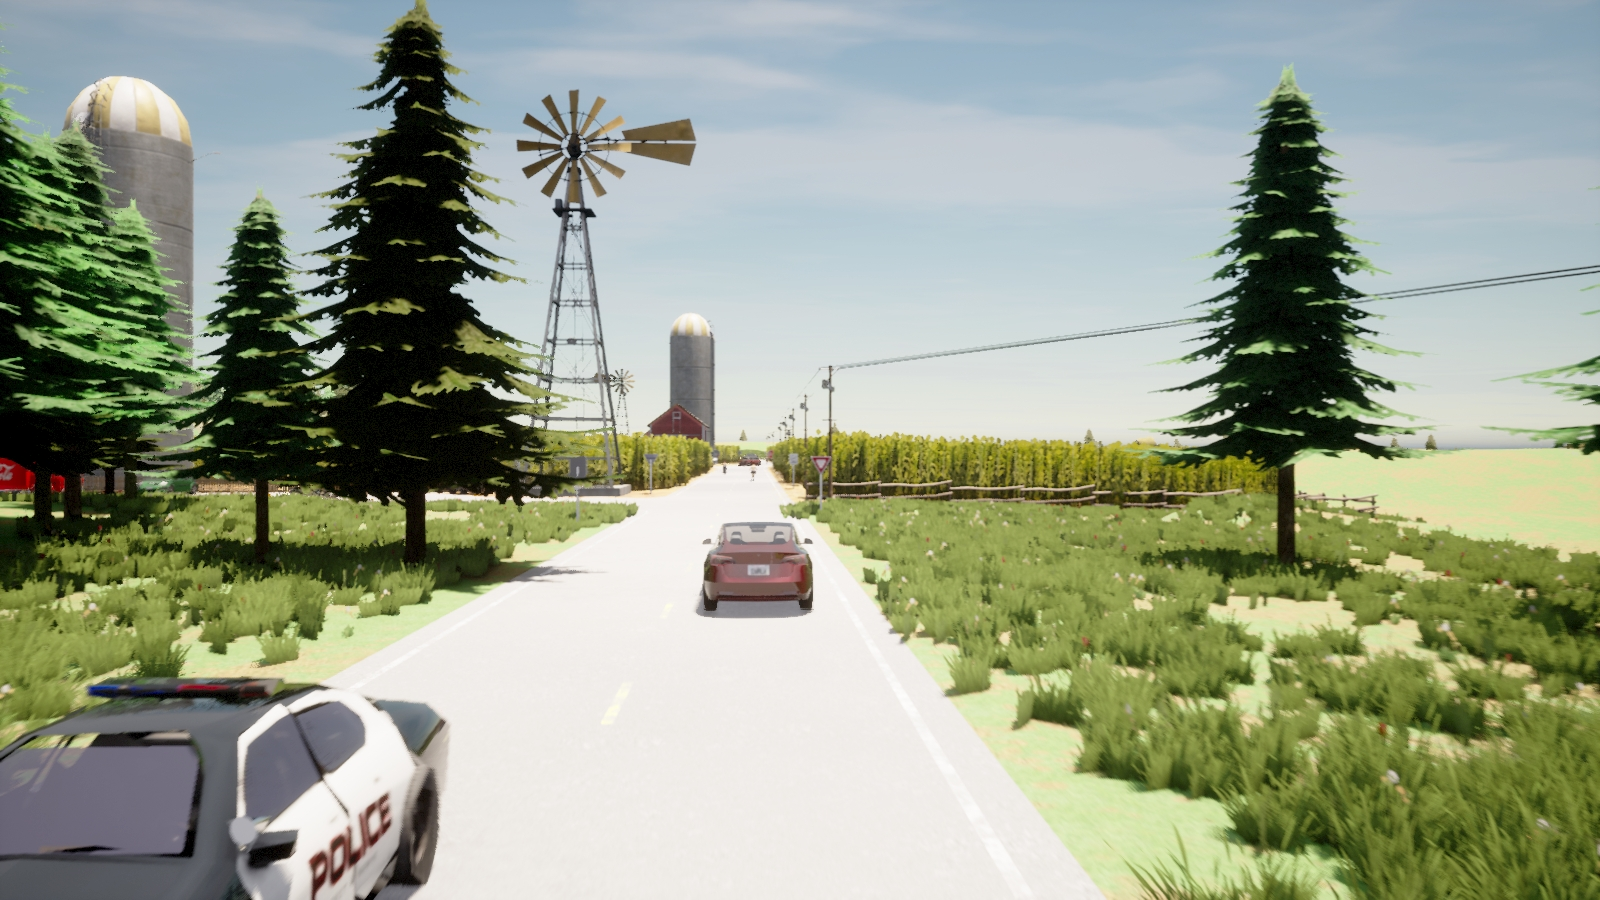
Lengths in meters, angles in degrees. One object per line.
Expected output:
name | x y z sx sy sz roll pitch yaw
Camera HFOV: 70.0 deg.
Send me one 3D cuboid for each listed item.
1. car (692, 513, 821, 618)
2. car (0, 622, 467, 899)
car | -0.820 2.063 21.505 2.163 1.488 4.792 0 0 -2
car | -3.363 2.038 5.880 2.038 1.542 4.974 0 0 -2
